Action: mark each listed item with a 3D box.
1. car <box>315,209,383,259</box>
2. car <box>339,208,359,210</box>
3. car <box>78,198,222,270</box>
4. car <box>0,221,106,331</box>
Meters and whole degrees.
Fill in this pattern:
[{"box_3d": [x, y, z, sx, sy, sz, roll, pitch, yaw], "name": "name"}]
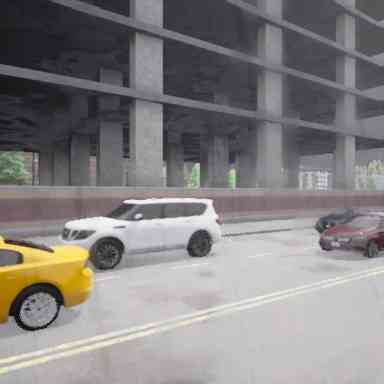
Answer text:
[{"box_3d": [6.911, 1.542, 12.864, 4.674, 1.442, 1.812, -1, 0, -34], "name": "car"}, {"box_3d": [8.670, 1.585, 18.232, 4.181, 1.385, 1.994, 0, 0, -34], "name": "car"}, {"box_3d": [-1.544, 1.230, 11.371, 5.566, 2.045, 2.150, 0, 0, -34], "name": "car"}, {"box_3d": [-4.187, 1.477, 5.352, 5.008, 1.535, 1.882, 0, 0, -34], "name": "car"}]
